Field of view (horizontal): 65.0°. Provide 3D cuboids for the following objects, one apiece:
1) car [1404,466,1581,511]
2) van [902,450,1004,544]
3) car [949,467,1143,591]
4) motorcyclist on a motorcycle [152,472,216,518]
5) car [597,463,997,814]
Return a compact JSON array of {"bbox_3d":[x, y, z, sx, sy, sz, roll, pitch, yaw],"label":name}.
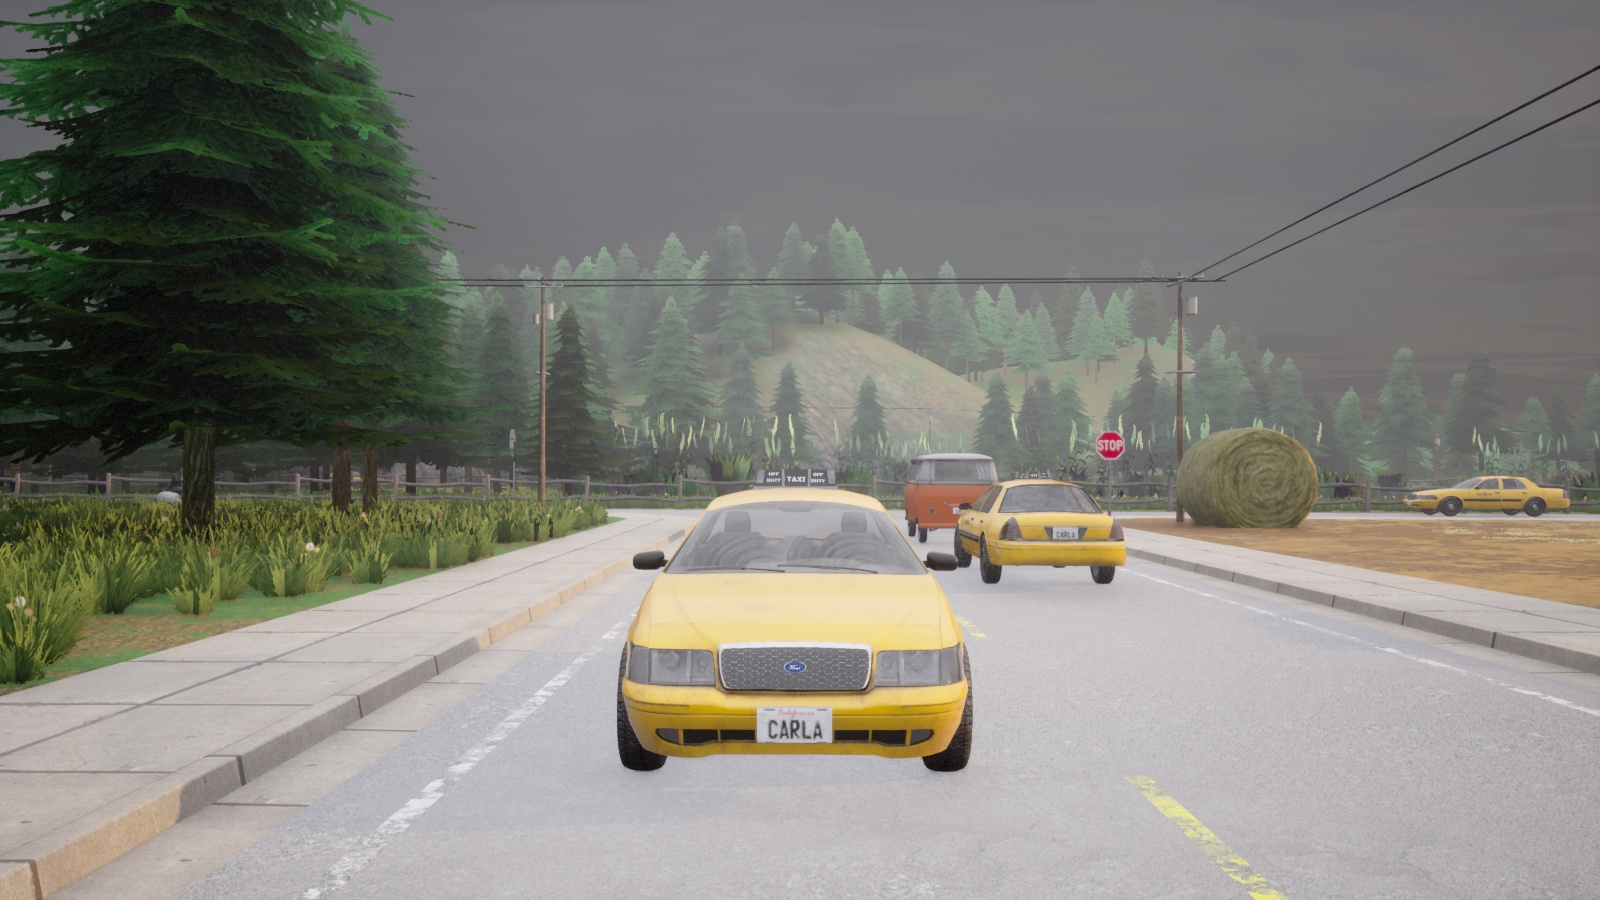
[{"bbox_3d":[24.997,1.380,45.474,5.366,1.575,1.801,0,-1,3],"label":"car"},{"bbox_3d":[3.424,1.038,28.899,1.775,1.987,4.442,0,-1,0],"label":"van"},{"bbox_3d":[3.451,1.053,18.681,1.801,1.575,5.366,0,-1,0],"label":"car"},{"bbox_3d":[-21.611,1.558,44.059,1.817,1.590,0.866,0,-1,1],"label":"motorcyclist on a motorcycle"},{"bbox_3d":[-0.022,0.894,8.352,1.801,1.575,5.366,0,-1,0],"label":"car"}]
